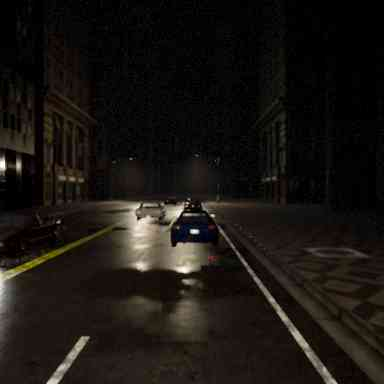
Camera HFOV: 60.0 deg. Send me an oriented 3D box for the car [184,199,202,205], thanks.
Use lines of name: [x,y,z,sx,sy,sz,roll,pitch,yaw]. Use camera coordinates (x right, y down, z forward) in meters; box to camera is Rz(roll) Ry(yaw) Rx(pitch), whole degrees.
car: [0.096,1.366,33.752,2.033,1.411,5.357,0,0,0]

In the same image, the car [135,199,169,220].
car: [-3.151,1.459,26.189,1.895,1.301,4.718,0,0,0]

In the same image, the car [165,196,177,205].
car: [-3.146,1.283,49.399,2.033,1.411,5.357,0,0,-1]

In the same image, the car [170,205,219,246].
car: [0.100,1.484,14.821,1.994,1.385,4.181,0,0,0]

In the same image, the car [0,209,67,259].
car: [-6.543,1.479,12.608,2.033,1.411,5.357,0,0,0]
